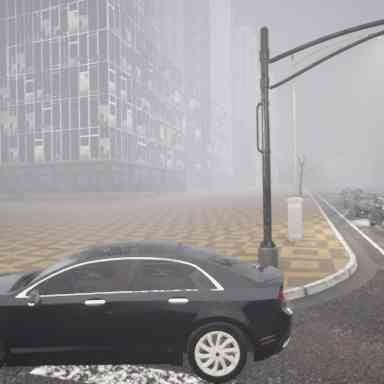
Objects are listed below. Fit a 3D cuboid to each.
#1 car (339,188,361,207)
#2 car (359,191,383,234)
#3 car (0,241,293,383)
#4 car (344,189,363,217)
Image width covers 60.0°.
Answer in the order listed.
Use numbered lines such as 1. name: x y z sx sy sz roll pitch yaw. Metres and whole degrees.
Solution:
1. car: 13.008 0.453 26.793 2.128 1.511 4.902 -1 2 18
2. car: 8.983 0.928 14.429 2.128 1.511 4.902 -1 2 18
3. car: -1.093 1.505 4.778 4.892 1.490 1.837 0 0 0
4. car: 11.023 0.759 20.726 1.994 1.385 4.181 -1 2 17
